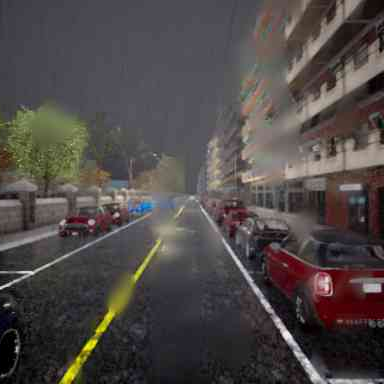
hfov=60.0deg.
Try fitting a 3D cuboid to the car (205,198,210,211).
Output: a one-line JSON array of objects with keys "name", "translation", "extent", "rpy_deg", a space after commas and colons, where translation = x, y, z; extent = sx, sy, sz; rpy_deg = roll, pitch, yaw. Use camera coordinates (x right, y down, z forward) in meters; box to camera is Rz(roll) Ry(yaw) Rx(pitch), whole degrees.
[{"name": "car", "translation": [2.691, 1.685, 35.060], "extent": [1.887, 1.381, 4.507], "rpy_deg": [0, 0, 0]}]

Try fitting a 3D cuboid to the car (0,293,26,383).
[{"name": "car", "translation": [-3.098, 1.574, 2.560], "extent": [1.994, 1.385, 4.181], "rpy_deg": [0, 0, -1]}]

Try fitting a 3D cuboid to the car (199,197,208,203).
[{"name": "car", "translation": [2.689, 1.924, 80.102], "extent": [2.008, 1.369, 4.403], "rpy_deg": [0, 0, 0]}]

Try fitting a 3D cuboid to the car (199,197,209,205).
[{"name": "car", "translation": [2.350, 1.832, 67.660], "extent": [1.812, 1.442, 4.674], "rpy_deg": [0, 0, 0]}]

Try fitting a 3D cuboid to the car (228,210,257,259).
[{"name": "car", "translation": [2.691, 1.598, 12.540], "extent": [2.008, 1.369, 4.403], "rpy_deg": [0, 0, 0]}]

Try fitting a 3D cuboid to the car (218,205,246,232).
[{"name": "car", "translation": [2.692, 1.614, 18.170], "extent": [1.887, 1.381, 4.507], "rpy_deg": [0, 0, 0]}]

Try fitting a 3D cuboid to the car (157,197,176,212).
[{"name": "car", "translation": [-3.090, 1.648, 41.411], "extent": [1.882, 1.535, 5.008], "rpy_deg": [0, 0, 0]}]

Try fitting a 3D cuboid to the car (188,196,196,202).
[{"name": "car", "translation": [0.000, 1.821, 87.075], "extent": [1.895, 1.301, 4.718], "rpy_deg": [0, 0, 0]}]

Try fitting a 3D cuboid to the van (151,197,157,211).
[{"name": "van", "translation": [-5.689, 1.508, 40.690], "extent": [1.690, 1.788, 3.998], "rpy_deg": [0, 0, 0]}]

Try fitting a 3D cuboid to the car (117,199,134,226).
[{"name": "car", "translation": [-5.688, 1.532, 23.800], "extent": [1.967, 1.590, 4.097], "rpy_deg": [0, 0, 0]}]

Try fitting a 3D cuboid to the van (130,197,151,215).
[{"name": "van", "translation": [-5.689, 1.482, 35.061], "extent": [1.690, 1.788, 3.998], "rpy_deg": [0, 0, 0]}]

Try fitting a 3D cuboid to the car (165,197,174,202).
[{"name": "car", "translation": [-5.691, 1.970, 85.733], "extent": [1.947, 1.339, 4.313], "rpy_deg": [0, 0, 0]}]

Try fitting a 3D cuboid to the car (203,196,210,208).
[{"name": "car", "translation": [2.691, 1.607, 40.690], "extent": [1.967, 1.590, 4.097], "rpy_deg": [0, 0, 0]}]

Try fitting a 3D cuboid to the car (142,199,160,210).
[{"name": "car", "translation": [-5.690, 1.745, 46.319], "extent": [2.008, 1.369, 4.403], "rpy_deg": [0, 0, 0]}]

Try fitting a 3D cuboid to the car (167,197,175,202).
[{"name": "car", "translation": [-5.692, 2.016, 91.363], "extent": [1.802, 1.307, 4.206], "rpy_deg": [0, 0, 0]}]

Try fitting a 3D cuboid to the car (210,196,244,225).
[{"name": "car", "translation": [2.692, 1.407, 23.801], "extent": [2.192, 1.841, 5.009], "rpy_deg": [0, 0, 0]}]

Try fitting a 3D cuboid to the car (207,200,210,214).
[{"name": "car", "translation": [2.691, 1.666, 29.430], "extent": [2.008, 1.369, 4.403], "rpy_deg": [0, 0, 0]}]

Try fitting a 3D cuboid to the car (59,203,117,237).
[{"name": "car", "translation": [-5.688, 1.510, 18.171], "extent": [1.967, 1.590, 4.097], "rpy_deg": [0, 0, 0]}]

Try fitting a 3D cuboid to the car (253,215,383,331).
[{"name": "car", "translation": [2.693, 1.466, 6.910], "extent": [1.967, 1.590, 4.097], "rpy_deg": [0, 0, 0]}]

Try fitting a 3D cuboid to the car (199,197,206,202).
[{"name": "car", "translation": [2.689, 1.949, 85.732], "extent": [1.887, 1.381, 4.507], "rpy_deg": [0, 0, 0]}]

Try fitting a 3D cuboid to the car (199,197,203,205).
[{"name": "car", "translation": [2.690, 1.538, 51.951], "extent": [2.192, 1.841, 5.009], "rpy_deg": [0, 0, 0]}]
